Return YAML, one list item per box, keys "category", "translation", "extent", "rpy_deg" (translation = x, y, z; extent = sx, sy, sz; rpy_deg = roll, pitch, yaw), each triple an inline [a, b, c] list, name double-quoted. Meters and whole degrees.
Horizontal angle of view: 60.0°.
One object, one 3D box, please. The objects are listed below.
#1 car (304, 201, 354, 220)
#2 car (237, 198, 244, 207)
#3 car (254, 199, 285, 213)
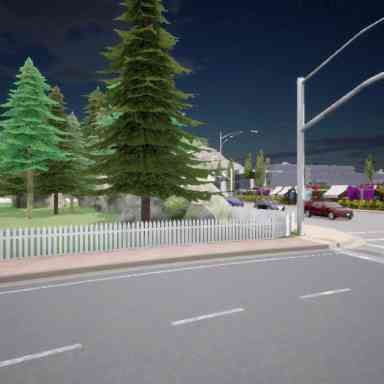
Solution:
- category: "car"
  translation: [11.762, 1.533, 28.967]
  extent: [1.882, 1.535, 5.008]
  rpy_deg: [0, 0, -17]
- category: "car"
  translation: [5.923, 1.533, 48.539]
  extent: [1.882, 1.535, 5.008]
  rpy_deg: [0, 0, -16]
- category: "car"
  translation: [8.909, 1.547, 38.510]
  extent: [2.128, 1.511, 4.902]
  rpy_deg: [0, 0, -17]
